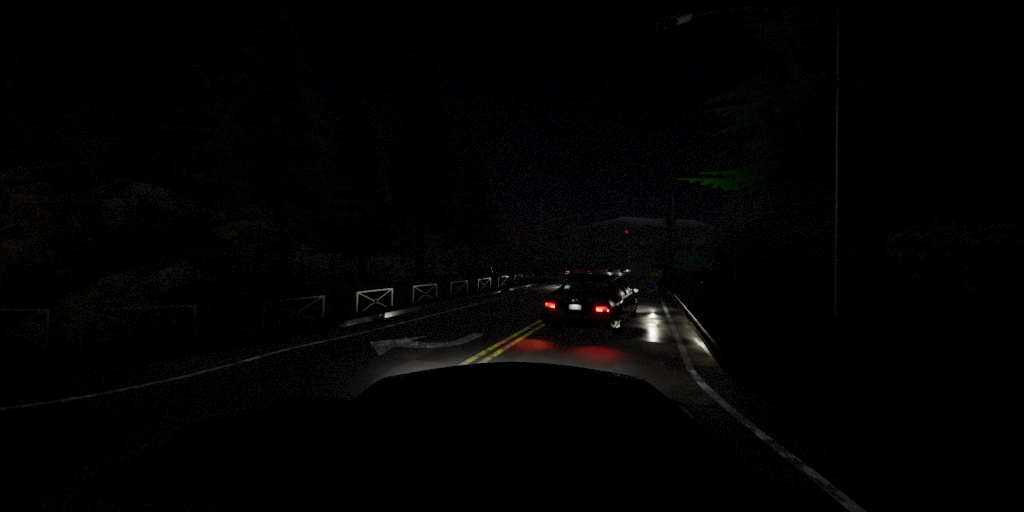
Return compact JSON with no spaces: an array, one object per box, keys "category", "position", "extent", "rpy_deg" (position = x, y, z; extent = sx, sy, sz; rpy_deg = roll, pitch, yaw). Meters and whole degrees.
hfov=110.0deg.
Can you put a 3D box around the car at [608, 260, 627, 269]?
[{"category":"car","position":[17.396,1.640,59.751],"extent":[2.150,2.045,5.566],"rpy_deg":[1,-1,21]}]

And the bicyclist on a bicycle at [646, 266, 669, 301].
[{"category":"bicyclist on a bicycle","position":[6.717,1.277,16.514],"extent":[1.656,1.620,0.582],"rpy_deg":[1,0,-30]}]

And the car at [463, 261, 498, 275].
[{"category":"car","position":[-4.004,1.425,44.754],"extent":[4.553,1.767,2.097],"rpy_deg":[1,-1,21]}]

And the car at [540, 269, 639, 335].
[{"category":"car","position":[2.482,1.241,10.381],"extent":[2.033,1.411,5.357],"rpy_deg":[1,-1,25]}]

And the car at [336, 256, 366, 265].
[{"category":"car","position":[-22.940,1.043,52.253],"extent":[5.566,2.045,2.150],"rpy_deg":[1,-1,25]}]

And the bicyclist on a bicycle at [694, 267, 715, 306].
[{"category":"bicyclist on a bicycle","position":[8.137,1.291,15.106],"extent":[1.656,1.620,0.582],"rpy_deg":[1,0,-33]}]

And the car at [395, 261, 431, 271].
[{"category":"car","position":[-13.342,1.425,48.303],"extent":[5.008,1.535,1.882],"rpy_deg":[1,-1,21]}]

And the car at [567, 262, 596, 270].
[{"category":"car","position":[5.449,1.263,27.840],"extent":[2.097,1.767,4.553],"rpy_deg":[1,-1,20]}]
